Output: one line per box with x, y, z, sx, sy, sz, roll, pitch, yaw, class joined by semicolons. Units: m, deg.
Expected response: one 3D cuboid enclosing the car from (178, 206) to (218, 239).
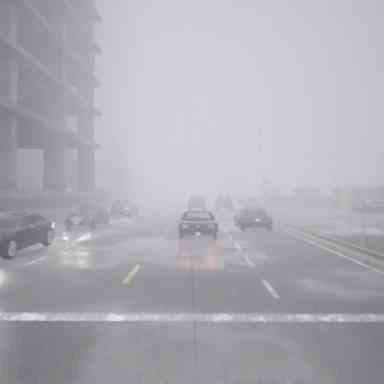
0.326;1.654;17.718;1.895;1.301;4.718;0;0;1;car

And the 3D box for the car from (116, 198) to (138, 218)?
-6.581;1.462;31.860;2.097;1.767;4.553;0;0;1;car

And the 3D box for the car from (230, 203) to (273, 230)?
3.885;1.635;21.587;1.994;1.385;4.181;0;0;1;car

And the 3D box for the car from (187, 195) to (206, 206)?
0.598;1.380;41.958;2.150;2.045;5.566;0;0;1;car

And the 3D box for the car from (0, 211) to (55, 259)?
-6.940;1.533;12.746;1.837;1.490;4.892;0;0;1;car

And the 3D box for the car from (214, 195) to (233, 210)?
4.146;1.391;43.785;2.150;2.045;5.566;0;0;1;car

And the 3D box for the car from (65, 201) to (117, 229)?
-6.793;1.559;22.098;2.128;1.511;4.902;0;0;1;car
